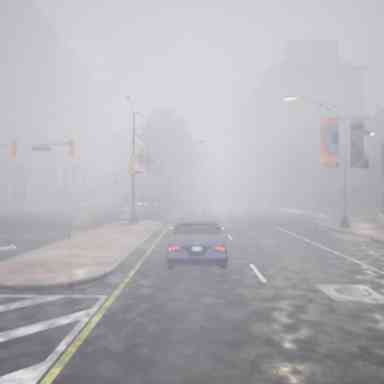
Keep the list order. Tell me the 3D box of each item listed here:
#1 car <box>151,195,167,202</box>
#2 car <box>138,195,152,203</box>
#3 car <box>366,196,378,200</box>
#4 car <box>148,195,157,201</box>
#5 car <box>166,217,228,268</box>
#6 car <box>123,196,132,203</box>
[{"bbox_3d":[-7.246,1.617,74.194,1.994,1.385,4.181,0,0,1],"label":"car"},{"bbox_3d":[-10.747,1.657,74.190,1.895,1.301,4.718,0,0,1],"label":"car"},{"bbox_3d":[38.707,1.579,74.735,2.231,1.521,4.892,0,0,0],"label":"car"},{"bbox_3d":[-10.586,1.601,89.784,1.812,1.442,4.674,0,0,1],"label":"car"},{"bbox_3d":[0.169,1.558,11.308,2.033,1.411,5.357,0,0,1],"label":"car"},{"bbox_3d":[-13.999,1.654,73.884,1.895,1.301,4.718,0,0,0],"label":"car"}]
